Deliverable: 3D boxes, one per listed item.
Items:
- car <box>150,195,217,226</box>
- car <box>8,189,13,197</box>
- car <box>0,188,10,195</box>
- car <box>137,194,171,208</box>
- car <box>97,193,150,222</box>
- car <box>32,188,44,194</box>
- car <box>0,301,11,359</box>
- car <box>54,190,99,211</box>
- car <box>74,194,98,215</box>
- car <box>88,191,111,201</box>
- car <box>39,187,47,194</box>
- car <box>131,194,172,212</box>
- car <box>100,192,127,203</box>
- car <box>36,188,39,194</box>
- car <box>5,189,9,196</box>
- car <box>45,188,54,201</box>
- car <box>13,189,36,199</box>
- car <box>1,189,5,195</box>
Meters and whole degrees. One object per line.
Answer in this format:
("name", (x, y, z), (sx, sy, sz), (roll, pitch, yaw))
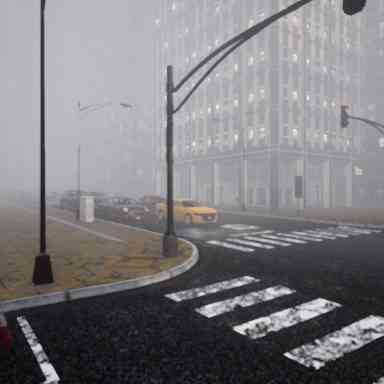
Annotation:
("car", (-0.458, 1.163, 21.110), (1.882, 1.535, 5.008), (0, 1, -36))
("car", (-30.455, 0.319, 58.574), (2.008, 1.369, 4.403), (1, 0, -36))
("car", (-43.436, -0.115, 76.702), (1.887, 1.381, 4.507), (1, 0, -36))
("car", (-4.207, 0.976, 36.311), (1.802, 1.307, 4.206), (1, 0, -36))
("car", (-4.490, 1.066, 22.318), (1.967, 1.590, 4.097), (1, 0, -36))
("car", (-39.918, -0.218, 86.183), (1.947, 1.339, 4.313), (1, 0, -36))
("car", (-4.309, 1.441, 3.486), (4.097, 1.590, 1.967), (0, 0, -35))
("car", (-10.977, 0.726, 31.381), (2.192, 1.841, 5.009), (1, 0, -36))
("car", (-7.739, 1.100, 26.850), (1.802, 1.307, 4.206), (1, 0, -36))
("car", (-13.946, 0.638, 49.913), (1.947, 1.339, 4.313), (1, 0, -36))
("car", (-33.424, -0.025, 77.115), (1.887, 1.381, 4.507), (1, 0, -36))
("car", (-3.872, 1.006, 31.371), (1.812, 1.442, 4.674), (0, 1, -36))
("car", (-10.797, 0.702, 45.518), (1.752, 1.417, 4.829), (1, 0, -36))
("car", (-36.665, -0.362, 81.648), (2.192, 1.841, 5.009), (1, 0, -36))
("car", (-33.700, 0.206, 63.106), (1.887, 1.381, 4.507), (1, 0, -36))
("car", (-20.405, 0.591, 49.136), (1.812, 1.442, 4.674), (0, 1, -36))
("car", (-27.209, 0.420, 54.042), (1.887, 1.381, 4.507), (1, 0, -36))
("car", (-36.945, 0.105, 67.638), (2.008, 1.369, 4.403), (1, 0, -36))
